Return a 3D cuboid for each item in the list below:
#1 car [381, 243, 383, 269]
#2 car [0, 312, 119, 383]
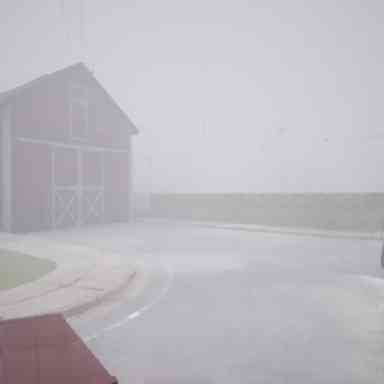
[{"bbox_3d":[7.197,1.305,9.169,4.553,1.767,2.097,0,0,-35],"label":"car"},{"bbox_3d":[-2.943,1.617,1.905,4.718,1.301,1.895,0,0,-35],"label":"car"}]
